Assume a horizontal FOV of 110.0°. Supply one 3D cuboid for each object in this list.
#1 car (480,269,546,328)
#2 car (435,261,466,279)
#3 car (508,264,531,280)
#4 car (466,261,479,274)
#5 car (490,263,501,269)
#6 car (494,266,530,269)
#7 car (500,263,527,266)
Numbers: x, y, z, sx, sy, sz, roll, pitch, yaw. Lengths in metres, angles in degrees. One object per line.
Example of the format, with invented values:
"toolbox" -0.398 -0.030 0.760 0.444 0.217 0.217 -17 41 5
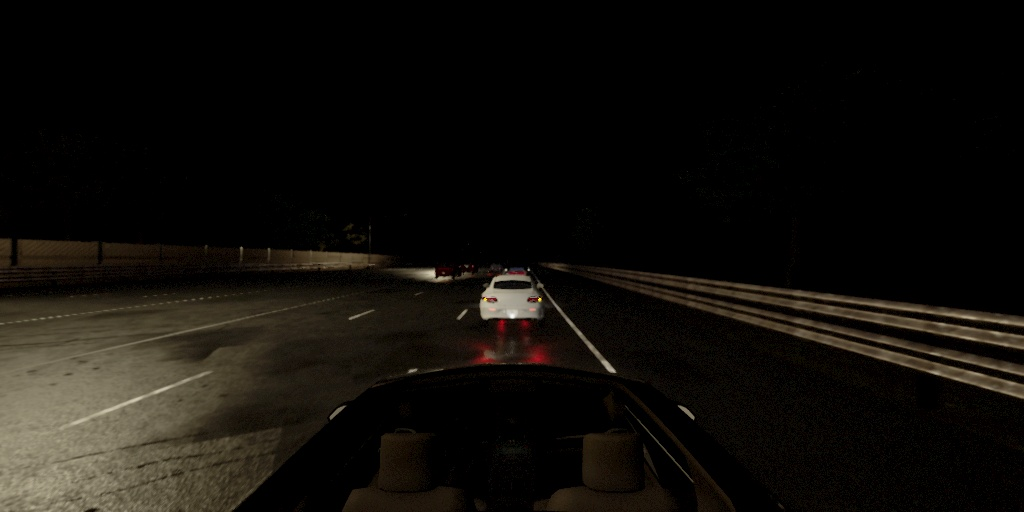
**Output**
"car" 0.038 1.302 11.421 1.812 1.442 4.674 0 -1 1
"car" -6.210 1.417 35.473 1.882 1.535 5.008 0 0 2
"car" 0.755 1.490 34.429 1.994 1.385 4.181 0 -1 2
"car" -5.759 1.437 48.377 2.097 1.767 4.553 0 -1 2
"car" -2.140 1.676 51.947 1.812 1.442 4.674 0 -1 2
"car" 0.174 1.411 19.778 1.895 1.301 4.718 0 0 2
"car" 0.390 1.421 26.816 1.994 1.385 4.181 0 0 2
